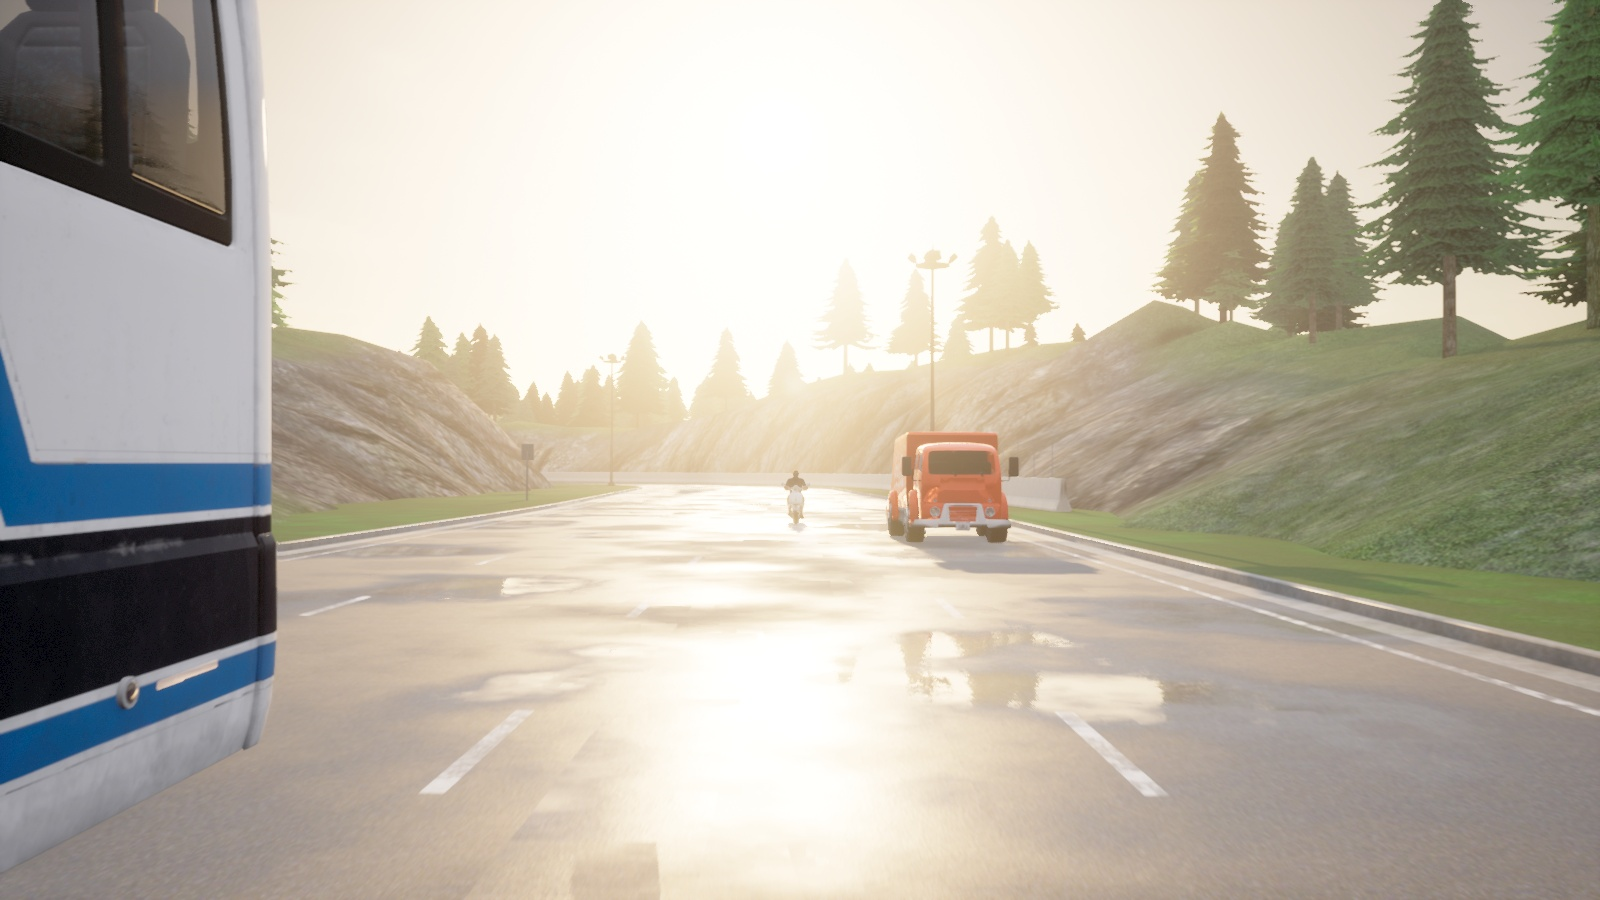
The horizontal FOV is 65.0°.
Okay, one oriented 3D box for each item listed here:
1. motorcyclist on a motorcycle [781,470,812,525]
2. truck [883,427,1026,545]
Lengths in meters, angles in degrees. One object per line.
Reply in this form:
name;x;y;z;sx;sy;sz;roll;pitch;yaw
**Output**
motorcyclist on a motorcycle;-0.110;1.387;37.024;0.866;1.590;1.817;0;-1;0
truck;3.423;0.799;28.959;2.627;2.467;5.204;0;-1;0
